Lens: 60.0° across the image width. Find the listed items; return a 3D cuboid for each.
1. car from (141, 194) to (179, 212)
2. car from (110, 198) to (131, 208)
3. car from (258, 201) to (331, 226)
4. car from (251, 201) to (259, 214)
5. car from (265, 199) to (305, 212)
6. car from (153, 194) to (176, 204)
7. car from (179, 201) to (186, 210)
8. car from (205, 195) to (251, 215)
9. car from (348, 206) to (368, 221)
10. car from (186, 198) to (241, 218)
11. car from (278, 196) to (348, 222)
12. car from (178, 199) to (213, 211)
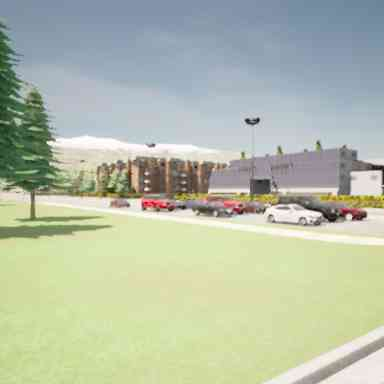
[{"bbox_3d":[-4.305,1.345,40.756,2.150,2.045,5.566,0,0,-36],"label":"car"},{"bbox_3d":[-10.810,1.649,49.822,1.812,1.442,4.674,0,0,-35],"label":"car"},{"bbox_3d":[7.459,1.651,24.670,1.812,1.442,4.674,0,0,-35],"label":"car"},{"bbox_3d":[6.662,1.715,37.578,2.033,1.411,5.357,0,0,-36],"label":"car"},{"bbox_3d":[12.167,1.695,43.938,1.882,1.535,5.008,0,0,-36],"label":"car"},{"bbox_3d":[-5.702,1.435,68.625,2.150,2.045,5.566,0,-1,-36],"label":"car"},{"bbox_3d":[-2.782,1.692,44.607,2.033,1.411,5.357,0,0,-36],"label":"car"},{"bbox_3d":[3.402,1.367,36.116,2.150,2.045,5.566,0,0,-36],"label":"car"},{"bbox_3d":[12.746,1.646,29.260,1.882,1.535,5.008,0,0,-36],"label":"car"},{"bbox_3d":[1.975,1.616,32.132,2.128,1.511,4.902,0,0,-36],"label":"car"},{"bbox_3d":[9.557,1.368,27.692,2.150,2.045,5.566,0,0,-36],"label":"car"},{"bbox_3d":[0.444,1.714,46.124,2.033,1.411,5.357,0,0,-35],"label":"car"}]
